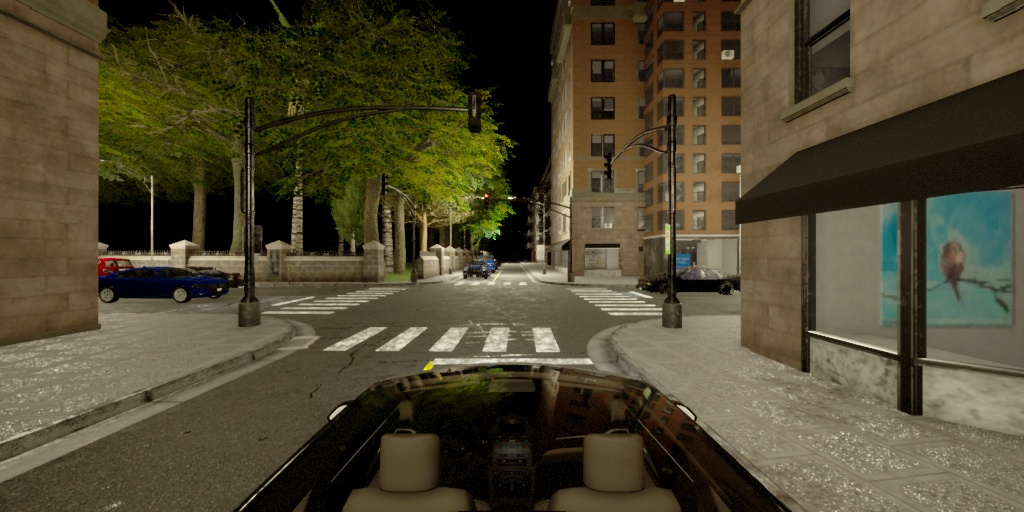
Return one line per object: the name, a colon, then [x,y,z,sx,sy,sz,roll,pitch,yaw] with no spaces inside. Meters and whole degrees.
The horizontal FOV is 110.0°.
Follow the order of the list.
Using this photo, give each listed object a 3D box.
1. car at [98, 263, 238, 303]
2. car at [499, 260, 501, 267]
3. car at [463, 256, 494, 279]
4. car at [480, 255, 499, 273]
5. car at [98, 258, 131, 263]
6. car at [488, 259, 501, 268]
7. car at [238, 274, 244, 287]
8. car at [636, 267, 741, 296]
car: [-15.471,1.212,15.897,5.008,1.535,1.882,0,0,0]
car: [-3.018,1.171,52.121,1.882,1.535,5.008,0,0,0]
car: [-3.088,1.083,32.199,2.097,1.767,4.553,0,0,1]
car: [-3.045,0.935,41.962,2.150,2.045,5.566,0,0,0]
car: [-25.922,1.035,21.815,5.009,1.841,2.192,0,0,1]
car: [-2.970,1.236,62.208,1.994,1.385,4.181,0,0,1]
car: [-17.491,1.280,19.133,5.357,1.411,2.033,0,0,1]
car: [9.375,1.309,18.727,5.357,1.411,2.033,0,0,0]
